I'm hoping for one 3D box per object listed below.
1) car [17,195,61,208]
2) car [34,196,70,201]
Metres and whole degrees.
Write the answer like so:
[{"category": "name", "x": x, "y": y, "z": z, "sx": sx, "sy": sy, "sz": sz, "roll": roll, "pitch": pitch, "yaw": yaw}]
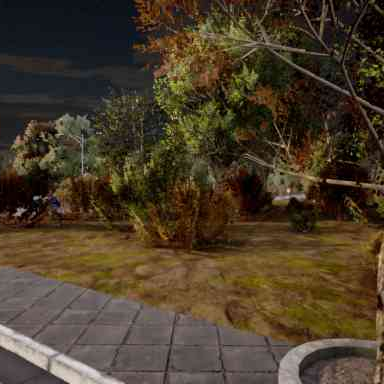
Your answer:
[{"category": "car", "x": -20.038, "y": 1.222, "z": 43.862, "sx": 1.882, "sy": 1.535, "sz": 5.008, "roll": 0, "pitch": 0, "yaw": 32}, {"category": "car", "x": -17.523, "y": 1.247, "z": 41.286, "sx": 1.882, "sy": 1.535, "sz": 5.008, "roll": 0, "pitch": 0, "yaw": 32}]
